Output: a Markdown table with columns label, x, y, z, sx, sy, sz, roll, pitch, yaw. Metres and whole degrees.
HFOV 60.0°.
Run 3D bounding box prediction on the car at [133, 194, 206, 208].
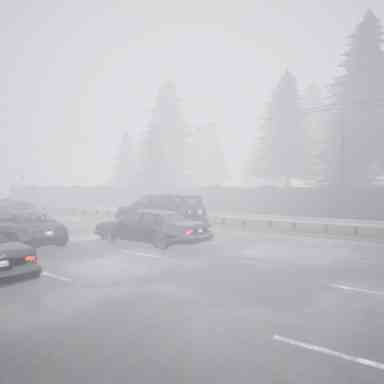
| label | x | y | z | sx | sy | sz | roll | pitch | yaw |
| --- | --- | --- | --- | --- | --- | --- | --- | --- | --- |
| car | -1.767 | 1.091 | 18.109 | 5.566 | 2.045 | 2.150 | 1 | 1 | 36 |

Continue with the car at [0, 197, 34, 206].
| label | x | y | z | sx | sy | sz | roll | pitch | yaw |
| --- | --- | --- | --- | --- | --- | --- | --- | --- | --- |
| car | -14.999 | 1.192 | 27.553 | 4.892 | 1.490 | 1.837 | 1 | 1 | 36 |

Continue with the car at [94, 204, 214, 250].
| label | x | y | z | sx | sy | sz | roll | pitch | yaw |
| --- | --- | --- | --- | --- | --- | --- | --- | --- | --- |
| car | -1.719 | 1.444 | 13.749 | 5.357 | 1.411 | 2.033 | 1 | 0 | 36 |

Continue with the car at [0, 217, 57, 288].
| label | x | y | z | sx | sy | sz | roll | pitch | yaw |
| --- | --- | --- | --- | --- | --- | --- | --- | --- | --- |
| car | -5.786 | 1.444 | 8.051 | 5.357 | 1.411 | 2.033 | 1 | 0 | 36 |

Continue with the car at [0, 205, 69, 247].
| label | x | y | z | sx | sy | sz | roll | pitch | yaw |
| --- | --- | --- | --- | --- | --- | --- | --- | --- | --- |
| car | -6.723 | 1.418 | 13.054 | 4.181 | 1.385 | 1.994 | 1 | 0 | 36 |
